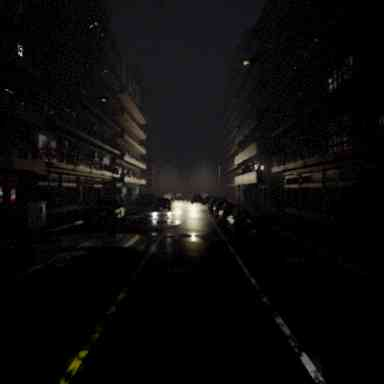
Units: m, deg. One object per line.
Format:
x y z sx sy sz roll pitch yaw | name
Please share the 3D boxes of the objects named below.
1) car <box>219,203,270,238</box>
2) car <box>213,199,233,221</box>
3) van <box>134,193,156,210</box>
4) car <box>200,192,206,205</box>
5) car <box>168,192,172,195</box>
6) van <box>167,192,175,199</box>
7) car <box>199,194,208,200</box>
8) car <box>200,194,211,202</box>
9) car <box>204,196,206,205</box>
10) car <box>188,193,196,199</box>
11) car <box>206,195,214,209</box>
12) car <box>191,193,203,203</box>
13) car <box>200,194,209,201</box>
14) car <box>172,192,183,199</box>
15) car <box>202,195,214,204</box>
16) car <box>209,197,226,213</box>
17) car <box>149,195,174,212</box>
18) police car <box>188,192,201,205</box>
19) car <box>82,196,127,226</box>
2.694 1.449 16.592 2.008 1.369 4.403 0 0 0 | car
2.696 1.415 22.255 2.008 1.369 4.403 0 0 0 | car
-5.682 1.107 39.262 1.690 1.788 3.998 0 0 0 | van
2.700 1.157 50.559 1.967 1.590 4.097 0 0 0 | car
-5.675 1.136 78.725 1.752 1.417 4.829 0 0 0 | car
-5.674 0.920 90.218 1.690 1.788 3.998 0 0 0 | van
2.705 1.136 79.041 1.752 1.417 4.829 0 0 0 | car
2.703 1.196 67.547 1.887 1.381 4.507 0 0 0 | car
2.698 1.348 39.241 1.802 1.307 4.206 0 0 0 | car
0.019 0.947 85.620 1.882 1.535 5.008 0 0 0 | car
2.698 1.238 33.576 1.967 1.590 4.097 0 0 0 | car
0.914 1.023 62.157 2.097 1.767 4.553 0 0 0 | car
2.704 1.175 73.213 1.887 1.381 4.507 0 0 0 | car
-2.983 0.962 77.140 2.033 1.411 5.357 0 0 0 | car
2.701 1.220 56.392 1.752 1.417 4.829 0 0 0 | car
2.697 1.375 27.917 1.887 1.381 4.507 0 0 0 | car
-3.086 1.313 35.358 1.812 1.442 4.674 0 0 0 | car
0.813 1.136 52.277 1.930 1.638 5.238 0 0 -2 | police car
-5.685 1.179 22.276 2.192 1.841 5.009 0 0 0 | car
